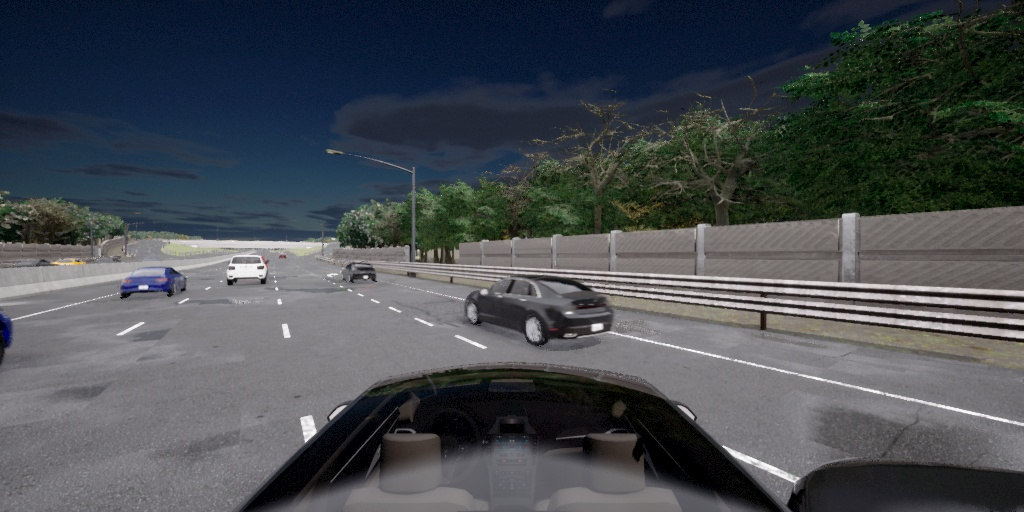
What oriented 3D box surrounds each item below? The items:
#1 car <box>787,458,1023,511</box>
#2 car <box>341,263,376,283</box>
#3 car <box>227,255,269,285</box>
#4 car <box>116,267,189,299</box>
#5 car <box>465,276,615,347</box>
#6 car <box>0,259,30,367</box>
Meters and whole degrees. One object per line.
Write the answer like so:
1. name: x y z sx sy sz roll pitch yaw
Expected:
1. car: 2.984 1.315 0.538 4.181 1.385 1.994 0 0 34
2. car: -11.895 1.244 27.801 1.837 1.490 4.892 0 0 -34
3. car: -19.185 0.957 26.100 2.150 2.045 5.566 0 0 -34
4. car: -18.151 1.266 18.300 1.812 1.442 4.674 0 0 -34
5. car: 0.439 1.254 9.560 1.837 1.490 4.892 0 0 -34
6. car: -8.291 0.969 3.729 2.150 2.045 5.566 0 0 -34
